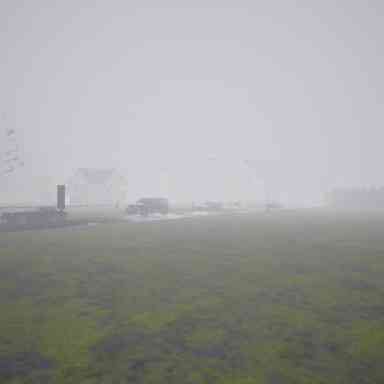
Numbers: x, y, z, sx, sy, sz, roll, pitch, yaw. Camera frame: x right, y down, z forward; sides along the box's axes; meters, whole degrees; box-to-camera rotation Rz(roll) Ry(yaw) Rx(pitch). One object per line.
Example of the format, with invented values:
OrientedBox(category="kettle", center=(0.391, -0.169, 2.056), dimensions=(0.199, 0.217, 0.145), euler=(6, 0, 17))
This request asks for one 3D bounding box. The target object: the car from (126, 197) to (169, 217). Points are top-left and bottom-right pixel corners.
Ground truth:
OrientedBox(category="car", center=(-4.868, 1.620, 37.301), dimensions=(2.150, 2.045, 5.566), euler=(1, 0, 35))

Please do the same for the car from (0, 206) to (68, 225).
OrientedBox(category="car", center=(-12.515, 1.819, 26.557), dimensions=(1.895, 1.301, 4.718), euler=(1, 0, 35))

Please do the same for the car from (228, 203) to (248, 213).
OrientedBox(category="car", center=(6.330, 2.230, 47.940), dimensions=(1.895, 1.301, 4.718), euler=(1, 0, 35))

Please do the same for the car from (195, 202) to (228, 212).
OrientedBox(category="car", center=(2.639, 2.116, 47.787), dimensions=(2.033, 1.411, 5.357), euler=(1, 0, 36))

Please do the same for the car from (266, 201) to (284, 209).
OrientedBox(category="car", center=(15.094, 2.388, 60.251), dimensions=(1.994, 1.385, 4.181), euler=(1, 0, 35))
